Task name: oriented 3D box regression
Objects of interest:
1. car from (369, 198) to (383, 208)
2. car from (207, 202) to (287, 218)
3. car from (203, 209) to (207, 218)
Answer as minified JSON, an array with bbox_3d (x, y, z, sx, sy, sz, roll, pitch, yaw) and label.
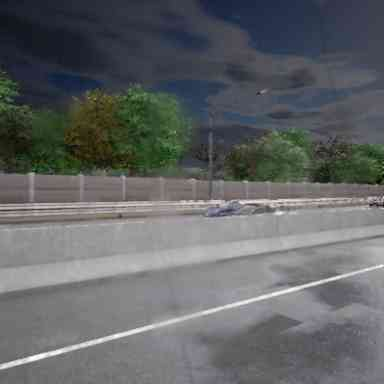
[{"bbox_3d":[27.364,1.571,48.080,4.181,1.385,1.994,0,0,-38],"label":"car"},{"bbox_3d":[3.523,1.504,19.369,4.892,1.490,1.837,0,0,-35],"label":"car"},{"bbox_3d":[3.101,1.524,27.646,4.674,1.442,1.812,0,0,-35],"label":"car"}]
